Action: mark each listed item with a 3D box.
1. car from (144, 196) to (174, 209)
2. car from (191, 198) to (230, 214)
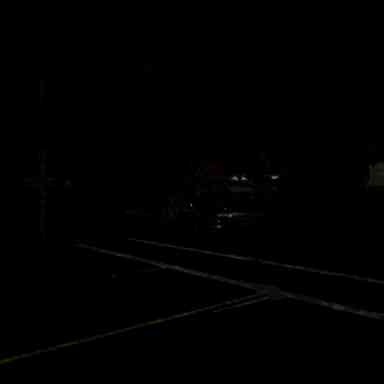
[{"bbox_3d":[-4.209,1.238,42.131,2.097,1.767,4.553,-1,0,-37],"label":"car"},{"bbox_3d":[1.792,1.380,34.162,1.837,1.490,4.892,-1,1,-37],"label":"car"}]
